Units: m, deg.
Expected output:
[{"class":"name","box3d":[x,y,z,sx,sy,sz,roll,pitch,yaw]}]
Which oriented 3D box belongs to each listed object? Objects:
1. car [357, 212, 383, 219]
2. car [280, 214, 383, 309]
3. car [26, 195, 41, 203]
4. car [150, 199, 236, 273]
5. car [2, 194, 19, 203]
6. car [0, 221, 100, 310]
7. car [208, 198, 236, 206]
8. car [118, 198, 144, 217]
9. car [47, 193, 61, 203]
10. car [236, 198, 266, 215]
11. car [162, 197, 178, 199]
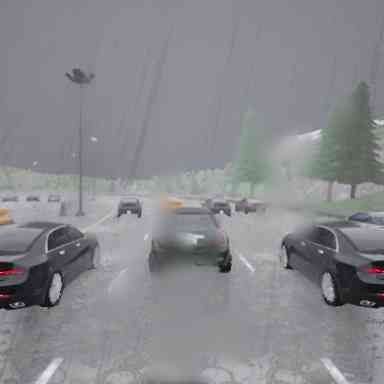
[{"class":"car","box3d":[6.823,1.443,12.510,1.994,1.385,4.181,0,1,-3]},{"class":"car","box3d":[3.484,1.431,7.759,1.837,1.490,4.892,0,1,-1]},{"class":"car","box3d":[-26.629,1.086,55.985,1.895,1.301,4.718,0,1,-19]},{"class":"car","box3d":[-0.107,1.252,10.482,2.097,1.767,4.553,0,0,-2]},{"class":"car","box3d":[-30.033,1.049,55.104,1.994,1.385,4.181,0,1,-19]},{"class":"car","box3d":[-3.513,1.434,7.673,1.837,1.490,4.892,0,1,-1]},{"class":"car","box3d":[1.928,1.245,27.696,1.837,1.490,4.892,0,1,-8]},{"class":"car","box3d":[-5.129,1.247,27.705,1.837,1.490,4.892,0,1,-8]},{"class":"car","box3d":[-22.102,0.995,53.470,2.128,1.511,4.902,0,1,-18]},{"class":"car","box3d":[5.181,1.244,29.718,1.812,1.442,4.674,0,1,-8]},{"class":"car","box3d":[-2.140,1.183,31.370,1.882,1.535,5.008,0,1,-9]}]
